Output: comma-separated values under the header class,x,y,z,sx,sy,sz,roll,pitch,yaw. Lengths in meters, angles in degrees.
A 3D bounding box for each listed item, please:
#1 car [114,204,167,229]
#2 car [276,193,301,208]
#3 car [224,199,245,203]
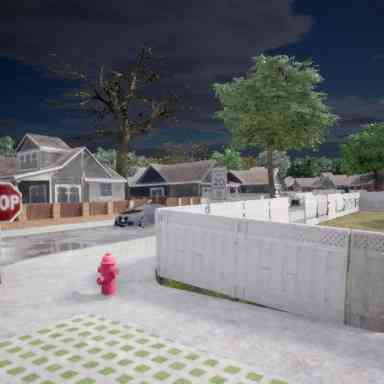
class,x,y,z,sx,sy,sz,roll,pitch,yaw
car,-2.706,1.412,20.355,1.994,1.385,4.181,-2,-1,37
car,11.074,0.922,39.087,2.097,1.767,4.553,-2,-1,37
car,3.595,1.318,28.930,1.895,1.301,4.718,-2,-1,36
